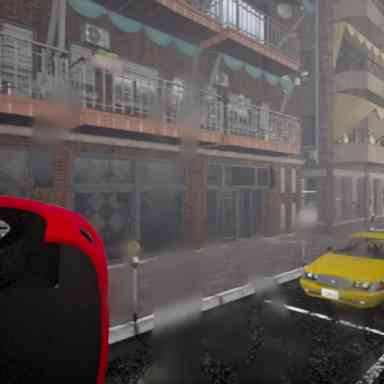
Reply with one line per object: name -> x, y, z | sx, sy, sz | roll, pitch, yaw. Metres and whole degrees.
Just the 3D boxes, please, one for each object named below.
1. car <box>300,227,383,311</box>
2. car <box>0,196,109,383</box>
car -> 4.240, 1.524, 7.691 | 4.829, 1.417, 1.752 | 0, 0, -44
car -> -3.514, 0.964, 2.604 | 5.566, 2.150, 2.045 | 4, 14, -15
